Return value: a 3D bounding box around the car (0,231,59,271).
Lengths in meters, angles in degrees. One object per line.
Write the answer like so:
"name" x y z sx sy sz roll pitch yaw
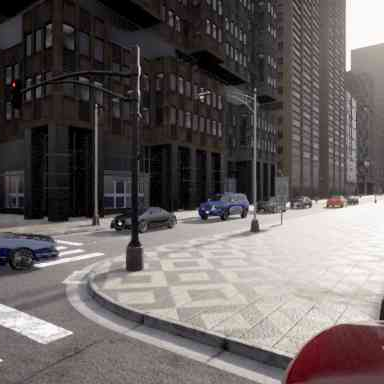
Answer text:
"car" -6.682 1.537 9.317 5.357 1.411 2.033 0 0 -30

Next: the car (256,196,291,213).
"car" 8.379 1.270 35.255 2.097 1.767 4.553 0 0 35

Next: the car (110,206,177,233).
"car" -2.732 1.525 19.527 1.994 1.385 4.181 0 0 35

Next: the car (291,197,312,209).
"car" 14.358 1.386 43.664 2.128 1.511 4.902 0 0 35

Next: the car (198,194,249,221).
"car" 2.748 1.161 27.296 2.150 2.045 5.566 0 0 35

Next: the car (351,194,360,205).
"car" 26.342 1.352 55.169 2.128 1.511 4.902 0 0 35

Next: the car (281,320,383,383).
"car" 2.705 1.315 1.032 5.009 1.841 2.192 0 0 35

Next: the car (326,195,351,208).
"car" 20.527 1.238 46.933 2.097 1.767 4.553 0 0 35
